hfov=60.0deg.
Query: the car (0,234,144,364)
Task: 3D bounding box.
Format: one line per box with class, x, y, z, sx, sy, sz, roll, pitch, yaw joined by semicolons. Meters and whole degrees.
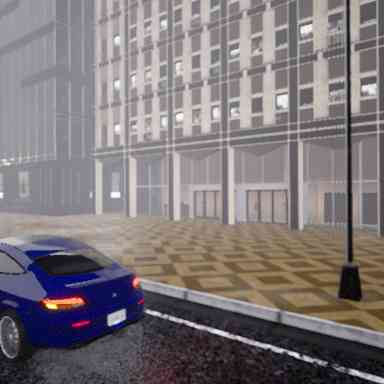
car;-2.872;1.474;5.741;4.674;1.442;1.812;1;0;35
